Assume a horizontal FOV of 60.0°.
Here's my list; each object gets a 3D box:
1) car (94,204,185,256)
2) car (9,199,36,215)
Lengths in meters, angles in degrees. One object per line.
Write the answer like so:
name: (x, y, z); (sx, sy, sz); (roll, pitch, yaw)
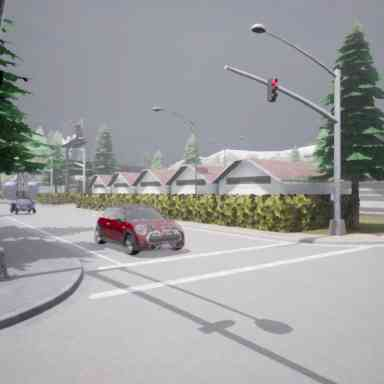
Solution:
car: (-2.228, 1.312, 13.381); (2.097, 1.767, 4.553); (0, 0, -36)
car: (-17.223, 1.413, 33.829); (1.812, 1.442, 4.674); (0, 0, -36)
